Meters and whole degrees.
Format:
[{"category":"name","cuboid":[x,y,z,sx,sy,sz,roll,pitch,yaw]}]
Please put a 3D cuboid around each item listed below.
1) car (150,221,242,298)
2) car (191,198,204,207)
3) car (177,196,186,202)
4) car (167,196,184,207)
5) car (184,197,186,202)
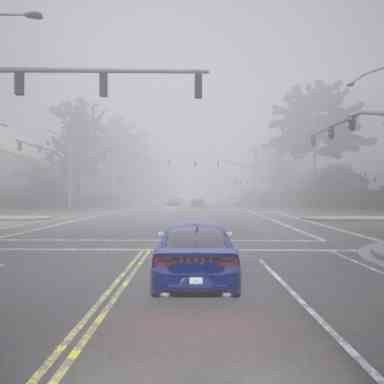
[{"category":"car","cuboid":[0.085,1.477,8.578,1.882,1.535,5.008,0,0,0]},{"category":"car","cuboid":[0.905,1.560,51.483,1.994,1.385,4.181,0,0,1]},{"category":"car","cuboid":[-2.471,1.547,77.636,1.994,1.385,4.181,0,0,0]},{"category":"car","cuboid":[-2.770,1.560,51.451,1.994,1.385,4.181,0,0,1]},{"category":"car","cuboid":[-2.657,1.596,62.456,1.895,1.301,4.718,0,0,1]}]
